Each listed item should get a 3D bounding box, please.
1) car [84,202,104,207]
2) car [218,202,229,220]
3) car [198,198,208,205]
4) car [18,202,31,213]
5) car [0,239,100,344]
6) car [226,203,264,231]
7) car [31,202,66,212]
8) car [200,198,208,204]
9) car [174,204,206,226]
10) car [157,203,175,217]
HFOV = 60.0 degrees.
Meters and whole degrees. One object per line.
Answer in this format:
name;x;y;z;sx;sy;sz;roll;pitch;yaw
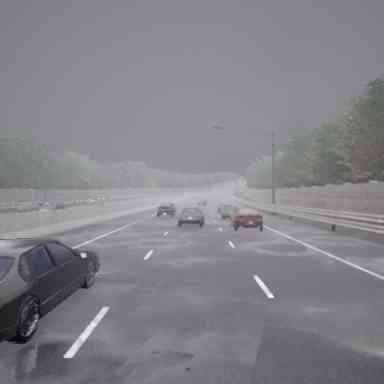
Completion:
car;-13.210;2.079;44.887;2.128;1.511;4.902;0;0;2
car;4.015;2.058;34.342;1.994;1.385;4.181;0;-1;2
car;2.228;2.250;71.932;2.128;1.511;4.902;0;0;4
car;-20.298;2.062;42.730;1.837;1.490;4.892;0;-1;2
car;-3.407;1.640;6.527;2.033;1.411;5.357;0;-1;0
car;3.742;1.818;23.454;1.882;1.535;5.008;0;-1;1
car;-16.883;2.027;40.232;2.128;1.511;4.902;0;-1;2
car;2.967;2.213;83.032;1.812;1.442;4.674;0;0;4
car;-0.001;1.947;26.720;1.994;1.385;4.181;0;-1;3
car;-2.792;2.035;37.691;1.837;1.490;4.892;0;0;2
